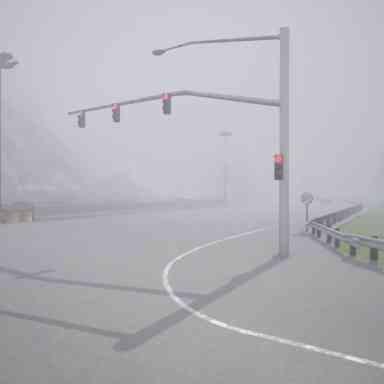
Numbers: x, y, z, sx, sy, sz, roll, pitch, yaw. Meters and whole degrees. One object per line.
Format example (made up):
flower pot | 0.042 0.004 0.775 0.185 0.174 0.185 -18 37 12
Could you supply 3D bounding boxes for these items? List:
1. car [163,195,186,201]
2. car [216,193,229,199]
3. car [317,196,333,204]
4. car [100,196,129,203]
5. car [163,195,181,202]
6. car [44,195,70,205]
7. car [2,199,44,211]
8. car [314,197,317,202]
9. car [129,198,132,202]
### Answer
car | -2.719 1.433 51.670 2.128 1.511 4.902 0 0 31
car | 6.651 1.162 72.786 2.150 2.045 5.566 0 0 15
car | 25.604 1.549 63.310 1.994 1.385 4.181 0 0 16
car | -10.155 1.540 39.799 1.895 1.301 4.718 0 0 33
car | -4.305 1.426 72.552 2.128 1.511 4.902 0 0 18
car | -19.024 1.268 45.425 2.097 1.767 4.553 0 0 32
car | -16.218 1.501 30.288 1.994 1.385 4.181 0 0 33
car | 28.159 1.520 72.898 2.033 1.411 5.357 0 0 7
car | -12.326 1.397 56.023 1.882 1.535 5.008 0 0 32
